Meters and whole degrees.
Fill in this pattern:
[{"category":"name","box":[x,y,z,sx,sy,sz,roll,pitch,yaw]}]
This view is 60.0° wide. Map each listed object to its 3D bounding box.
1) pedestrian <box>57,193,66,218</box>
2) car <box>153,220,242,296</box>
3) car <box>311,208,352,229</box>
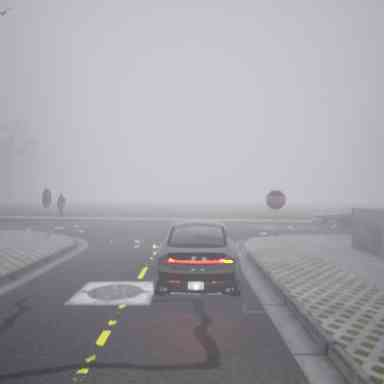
[{"category":"pedestrian","box":[-9.665,0.952,24.594,0.375,1.860,0.375,0,-1,0]},{"category":"car","box":[0.183,1.487,8.583,1.837,1.490,4.892,0,0,3]},{"category":"car","box":[10.362,1.715,21.801,4.718,1.301,1.895,1,0,-1]}]
